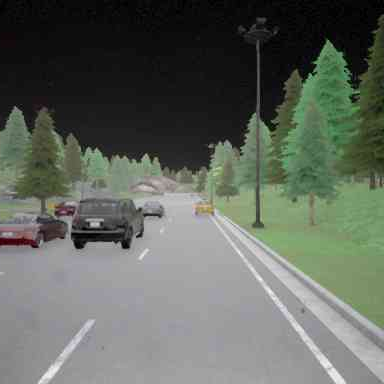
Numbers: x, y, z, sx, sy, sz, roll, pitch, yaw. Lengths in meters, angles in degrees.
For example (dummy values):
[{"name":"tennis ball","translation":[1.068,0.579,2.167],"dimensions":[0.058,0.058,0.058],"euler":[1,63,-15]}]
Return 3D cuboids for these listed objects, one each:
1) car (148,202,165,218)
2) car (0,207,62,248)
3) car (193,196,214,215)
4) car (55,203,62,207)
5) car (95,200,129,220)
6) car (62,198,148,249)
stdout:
[{"name":"car","translation":[-3.500,1.572,29.650],"dimensions":[1.994,1.385,4.181],"euler":[0,0,0]},{"name":"car","translation":[-7.000,1.572,14.650],"dimensions":[1.994,1.385,4.181],"euler":[0,0,0]},{"name":"car","translation":[1.225,1.454,33.539],"dimensions":[1.801,1.575,5.366],"euler":[0,0,0]},{"name":"car","translation":[-10.500,1.484,29.650],"dimensions":[1.882,1.535,5.008],"euler":[0,0,0]},{"name":"car","translation":[-7.000,1.516,29.650],"dimensions":[1.837,1.490,4.892],"euler":[0,0,0]},{"name":"car","translation":[-3.500,1.257,14.680],"dimensions":[2.150,2.045,5.566],"euler":[0,0,0]}]
